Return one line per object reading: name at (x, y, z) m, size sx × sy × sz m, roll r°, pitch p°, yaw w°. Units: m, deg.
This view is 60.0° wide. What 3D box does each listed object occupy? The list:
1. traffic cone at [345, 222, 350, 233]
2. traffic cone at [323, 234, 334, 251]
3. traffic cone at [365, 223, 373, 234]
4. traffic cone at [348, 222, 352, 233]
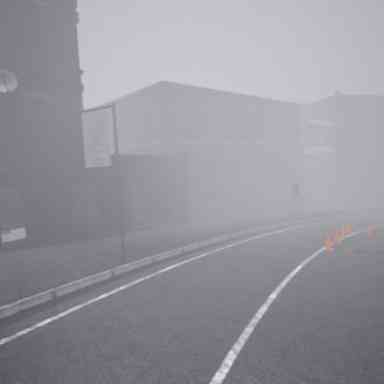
traffic cone at (7.363, 1.908, 16.239) m, size 0.340 × 0.580 × 0.340 m, roll 0°, pitch 0°, yaw 32°
traffic cone at (5.267, 1.932, 12.833) m, size 0.340 × 0.580 × 0.340 m, roll -1°, pitch 0°, yaw 32°
traffic cone at (9.256, 1.896, 17.415) m, size 0.340 × 0.580 × 0.340 m, roll 0°, pitch 0°, yaw 32°
traffic cone at (8.411, 1.894, 17.942) m, size 0.340 × 0.580 × 0.340 m, roll 0°, pitch 0°, yaw 32°
